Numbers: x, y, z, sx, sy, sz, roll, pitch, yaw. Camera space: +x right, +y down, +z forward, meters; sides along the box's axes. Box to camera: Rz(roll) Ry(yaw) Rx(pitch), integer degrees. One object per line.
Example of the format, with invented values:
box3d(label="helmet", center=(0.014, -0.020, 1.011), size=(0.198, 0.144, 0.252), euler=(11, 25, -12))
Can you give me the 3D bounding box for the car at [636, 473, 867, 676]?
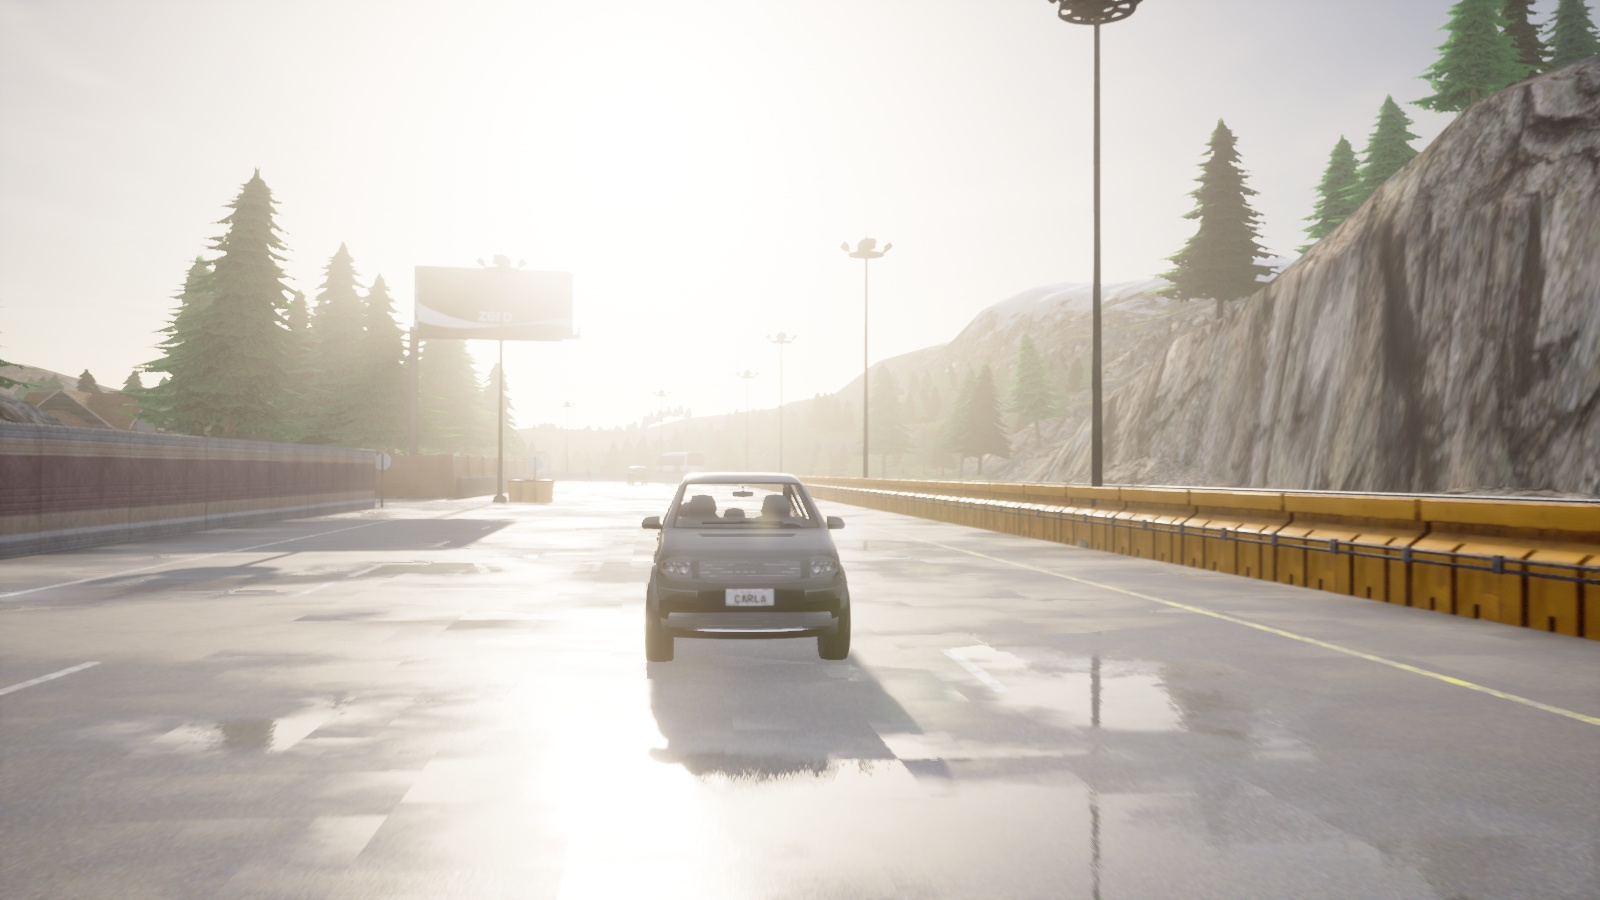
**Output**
box3d(label="car", center=(-0.543, 0.990, 11.591), size=(1.789, 1.549, 3.705), euler=(0, -1, -5))
